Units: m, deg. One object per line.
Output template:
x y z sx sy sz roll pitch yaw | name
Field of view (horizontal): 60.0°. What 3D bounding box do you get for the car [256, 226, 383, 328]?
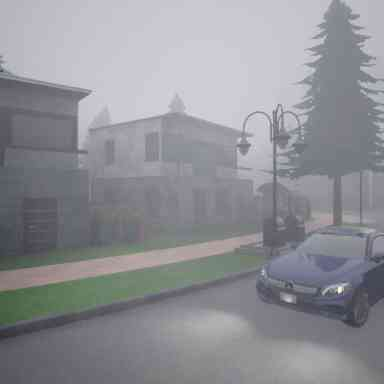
3.313 1.526 7.215 4.674 1.442 1.812 0 0 -43 | car
